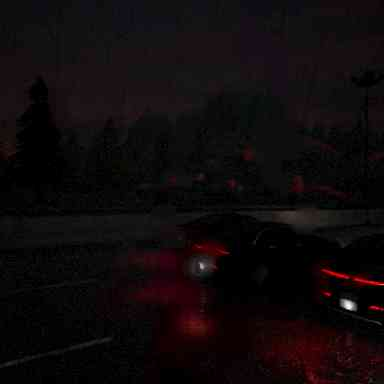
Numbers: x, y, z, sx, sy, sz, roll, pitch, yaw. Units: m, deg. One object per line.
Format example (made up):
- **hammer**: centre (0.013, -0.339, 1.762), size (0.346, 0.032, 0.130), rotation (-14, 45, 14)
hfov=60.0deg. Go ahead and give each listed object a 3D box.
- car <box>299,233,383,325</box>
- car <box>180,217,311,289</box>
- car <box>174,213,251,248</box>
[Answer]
- **car**: centre (4.593, 1.600, 6.734), size (4.892, 1.490, 1.837), rotation (0, 0, -33)
- **car**: centre (2.310, 1.586, 9.432), size (4.892, 1.490, 1.837), rotation (0, 0, -33)
- **car**: centre (1.715, 1.571, 13.186), size (5.008, 1.535, 1.882), rotation (1, 0, -32)
